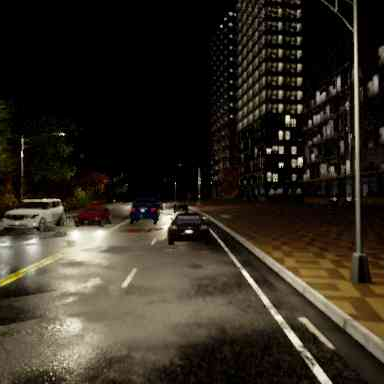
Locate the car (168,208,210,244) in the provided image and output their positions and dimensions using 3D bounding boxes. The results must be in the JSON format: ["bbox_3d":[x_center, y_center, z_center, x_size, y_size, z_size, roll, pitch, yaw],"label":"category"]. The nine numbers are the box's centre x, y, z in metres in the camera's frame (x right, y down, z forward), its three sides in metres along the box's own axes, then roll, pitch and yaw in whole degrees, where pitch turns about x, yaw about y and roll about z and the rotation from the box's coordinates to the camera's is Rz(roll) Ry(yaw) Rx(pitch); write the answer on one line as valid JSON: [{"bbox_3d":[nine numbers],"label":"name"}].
[{"bbox_3d":[-0.189,1.751,16.820,1.994,1.385,4.181,0,-1,-2],"label":"car"}]

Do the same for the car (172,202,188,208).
[{"bbox_3d":[-1.502,2.005,43.250,2.128,1.511,4.902,0,-1,-4],"label":"car"}]

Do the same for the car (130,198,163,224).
[{"bbox_3d":[-3.847,1.544,27.885,2.150,2.045,5.566,0,-1,-3],"label":"car"}]

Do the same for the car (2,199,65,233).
[{"bbox_3d":[-10.315,1.489,22.172,2.150,2.045,5.566,0,-1,-2],"label":"car"}]

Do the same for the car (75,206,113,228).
[{"bbox_3d":[-7.162,1.769,24.656,1.882,1.535,5.008,0,-1,-2],"label":"car"}]
